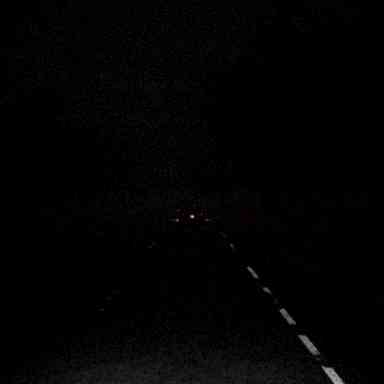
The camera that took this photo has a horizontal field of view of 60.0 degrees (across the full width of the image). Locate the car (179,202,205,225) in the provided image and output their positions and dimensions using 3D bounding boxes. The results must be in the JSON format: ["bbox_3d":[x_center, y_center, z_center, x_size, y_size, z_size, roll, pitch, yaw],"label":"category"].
[{"bbox_3d":[-0.012,1.744,25.642,1.994,1.385,4.181,0,0,-1],"label":"car"}]
